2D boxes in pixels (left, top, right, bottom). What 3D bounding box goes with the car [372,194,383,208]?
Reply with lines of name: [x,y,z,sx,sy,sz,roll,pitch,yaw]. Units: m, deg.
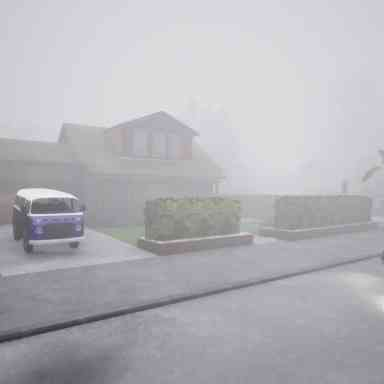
car: [23.994,0.986,40.731,3.866,1.878,1.905,0,0,0]

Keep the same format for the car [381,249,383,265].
car: [7.470,1.526,9.750,4.674,1.442,1.812,0,0,-34]
